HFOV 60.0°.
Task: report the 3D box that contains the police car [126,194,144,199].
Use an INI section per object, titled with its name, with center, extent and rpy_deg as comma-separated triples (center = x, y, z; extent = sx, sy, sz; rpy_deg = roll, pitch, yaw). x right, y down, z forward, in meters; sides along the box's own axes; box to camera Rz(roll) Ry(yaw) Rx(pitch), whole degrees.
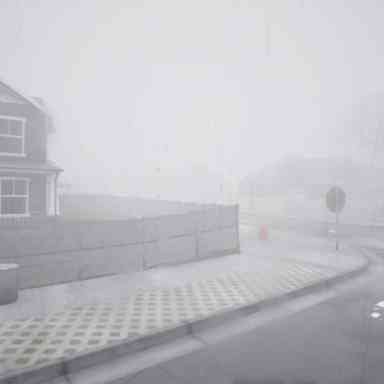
[police car]
center = -7.908, 1.082, 46.966
extent = 1.930, 1.638, 5.238
rpy_deg = 1, 0, -42
